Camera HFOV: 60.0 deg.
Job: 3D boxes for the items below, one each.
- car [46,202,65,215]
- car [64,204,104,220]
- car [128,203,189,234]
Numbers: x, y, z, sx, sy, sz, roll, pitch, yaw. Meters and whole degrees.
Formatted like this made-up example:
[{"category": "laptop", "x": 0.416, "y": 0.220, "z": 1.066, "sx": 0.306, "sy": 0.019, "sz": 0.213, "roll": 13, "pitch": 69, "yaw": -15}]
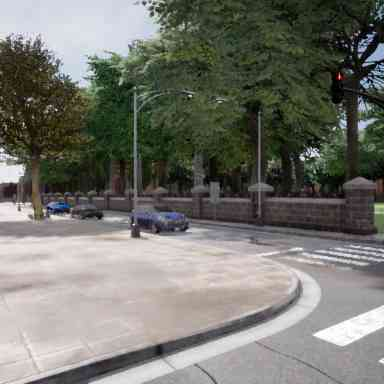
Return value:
[{"category": "car", "x": -16.284, "y": 1.912, "z": 40.342, "sx": 1.882, "sy": 1.535, "sz": 5.008, "roll": 0, "pitch": -1, "yaw": -35}, {"category": "car", "x": -10.137, "y": 1.855, "z": 31.666, "sx": 2.033, "sy": 1.411, "sz": 5.357, "roll": 0, "pitch": -1, "yaw": -35}, {"category": "car", "x": -2.138, "y": 1.516, "z": 20.472, "sx": 2.097, "sy": 1.767, "sz": 4.553, "roll": 0, "pitch": 0, "yaw": -36}]
